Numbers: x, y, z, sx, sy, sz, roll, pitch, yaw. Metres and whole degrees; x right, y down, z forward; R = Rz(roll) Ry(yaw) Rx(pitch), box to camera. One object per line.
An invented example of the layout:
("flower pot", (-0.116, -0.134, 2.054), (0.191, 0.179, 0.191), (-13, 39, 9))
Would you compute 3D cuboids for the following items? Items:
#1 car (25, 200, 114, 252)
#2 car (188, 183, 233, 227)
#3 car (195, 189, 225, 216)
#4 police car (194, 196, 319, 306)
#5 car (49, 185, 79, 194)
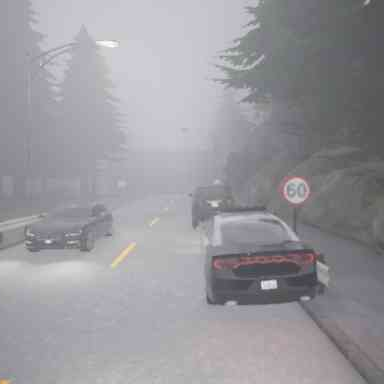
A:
("car", (-4.107, 1.101, 11.919), (1.837, 1.490, 4.892), (0, 1, 0))
("car", (1.026, 0.578, 17.528), (2.150, 2.045, 5.566), (-3, 2, 0))
("car", (1.160, 0.656, 23.692), (1.801, 1.575, 5.366), (0, 2, 0))
("police car", (1.148, 1.114, 7.618), (1.930, 1.638, 5.238), (-4, 2, 0))
("car", (-22.127, -0.444, 57.576), (4.902, 1.511, 2.128), (0, 2, 0))
